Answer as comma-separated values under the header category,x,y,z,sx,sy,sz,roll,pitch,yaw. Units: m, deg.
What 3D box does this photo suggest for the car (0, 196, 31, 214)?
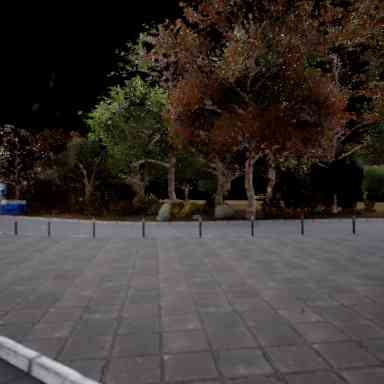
category,x,y,z,sx,sy,sz,roll,pitch,yaw
car,-20.329,1.620,37.068,2.185,1.767,4.553,0,0,34
